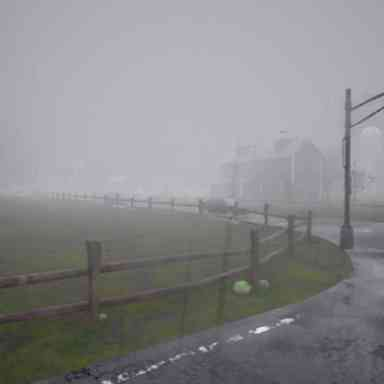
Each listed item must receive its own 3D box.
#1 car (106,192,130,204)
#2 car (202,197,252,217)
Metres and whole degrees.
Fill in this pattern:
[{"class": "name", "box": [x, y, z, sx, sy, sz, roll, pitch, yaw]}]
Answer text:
[{"class": "car", "box": [-10.403, 0.790, 46.453, 2.097, 1.767, 4.553, 1, 0, -35]}, {"class": "car", "box": [2.829, 1.215, 27.750, 1.882, 1.535, 5.008, 1, 0, -35]}]
